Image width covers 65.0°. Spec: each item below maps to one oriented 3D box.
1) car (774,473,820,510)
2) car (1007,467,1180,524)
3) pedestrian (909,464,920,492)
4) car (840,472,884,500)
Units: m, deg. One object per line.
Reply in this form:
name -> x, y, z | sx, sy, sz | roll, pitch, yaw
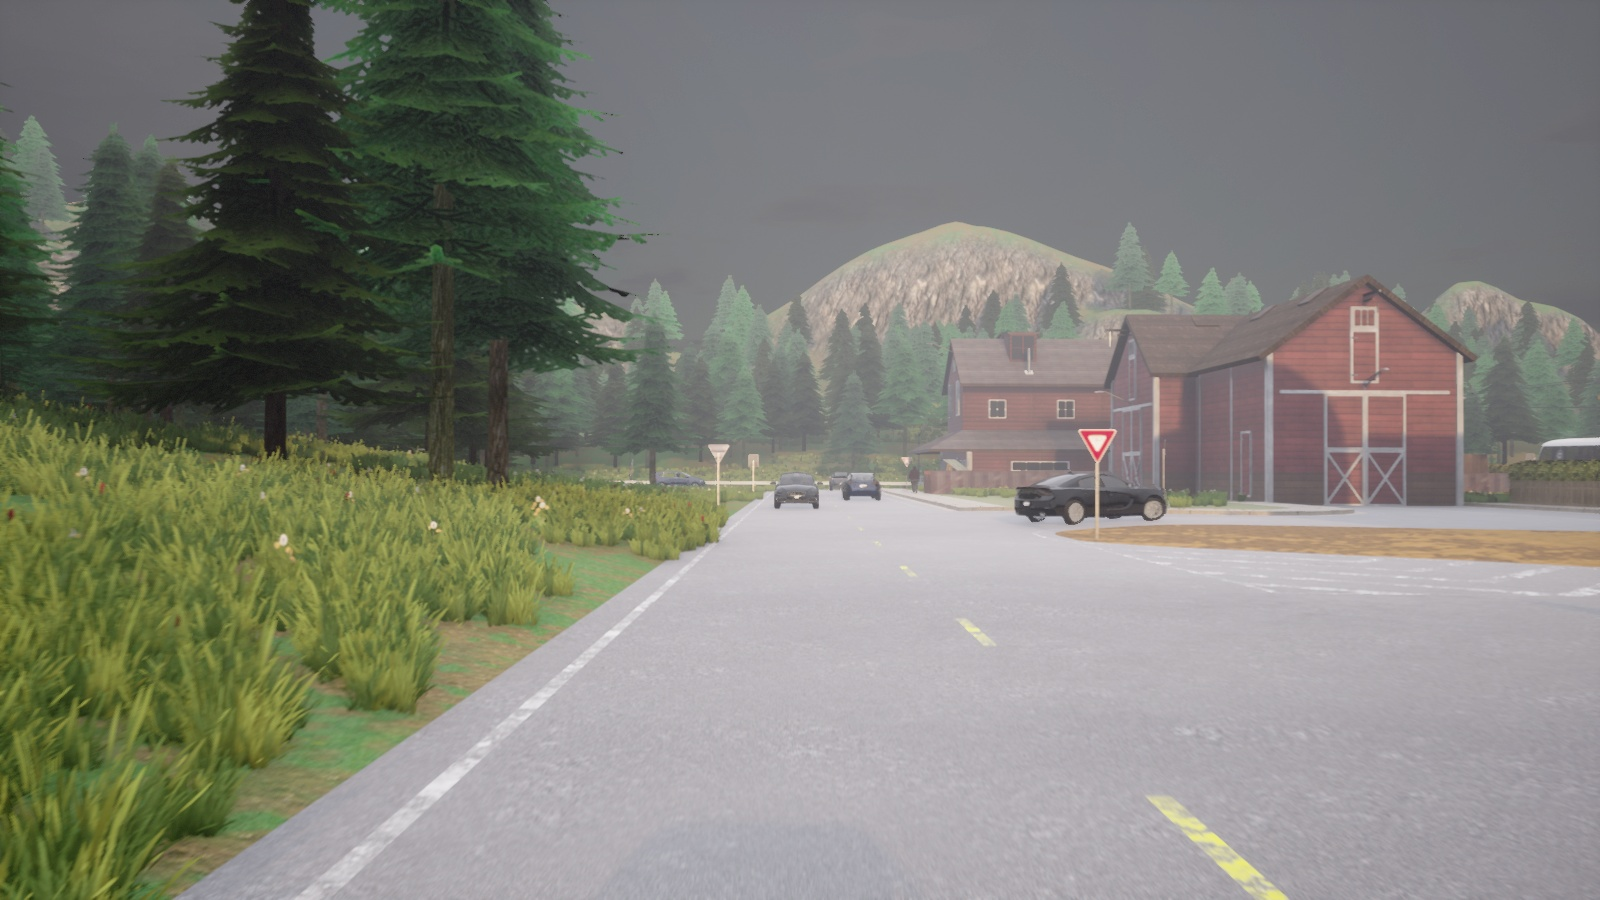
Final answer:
car -> -0.129, 1.718, 53.614 | 1.837, 1.490, 4.892 | 0, -1, 0
car -> 8.857, 1.329, 37.798 | 5.008, 1.535, 1.882 | -1, -1, -28
pedestrian -> 7.430, 1.806, 81.614 | 0.634, 1.844, 0.899 | 0, -1, -1
car -> 3.334, 1.950, 68.622 | 2.163, 1.488, 4.792 | 0, -1, 0
